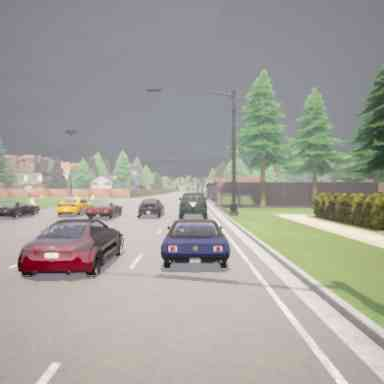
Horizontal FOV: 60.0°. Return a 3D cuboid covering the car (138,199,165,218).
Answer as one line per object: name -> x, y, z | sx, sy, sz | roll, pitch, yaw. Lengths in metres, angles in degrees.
car -> -3.404, 1.332, 28.368 | 1.837, 1.490, 4.892 | 0, 0, 0

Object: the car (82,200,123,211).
car -> -6.904, 1.438, 26.688 | 1.895, 1.301, 4.718 | 0, 0, 0

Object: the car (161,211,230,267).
car -> 0.096, 1.533, 11.079 | 1.895, 1.301, 4.718 | 0, 0, 0

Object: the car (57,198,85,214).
car -> -10.404, 1.296, 29.841 | 1.882, 1.535, 5.008 | 0, 0, 0

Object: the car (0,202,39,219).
car -> -14.171, 1.438, 26.700 | 1.895, 1.301, 4.718 | 0, 0, 0

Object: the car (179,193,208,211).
car -> 0.096, 1.055, 27.272 | 2.150, 2.045, 5.566 | 0, 0, 0

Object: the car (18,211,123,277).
car -> -3.407, 1.502, 10.090 | 1.994, 1.385, 4.181 | 0, 0, 0
